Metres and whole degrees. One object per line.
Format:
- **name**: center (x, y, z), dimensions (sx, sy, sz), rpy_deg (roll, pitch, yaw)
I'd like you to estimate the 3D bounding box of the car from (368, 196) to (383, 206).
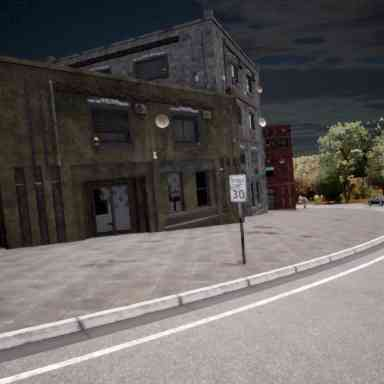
- **car**: center (28.972, 1.392, 51.141), dimensions (2.128, 1.511, 4.902), rpy_deg (-5, -2, -1)
